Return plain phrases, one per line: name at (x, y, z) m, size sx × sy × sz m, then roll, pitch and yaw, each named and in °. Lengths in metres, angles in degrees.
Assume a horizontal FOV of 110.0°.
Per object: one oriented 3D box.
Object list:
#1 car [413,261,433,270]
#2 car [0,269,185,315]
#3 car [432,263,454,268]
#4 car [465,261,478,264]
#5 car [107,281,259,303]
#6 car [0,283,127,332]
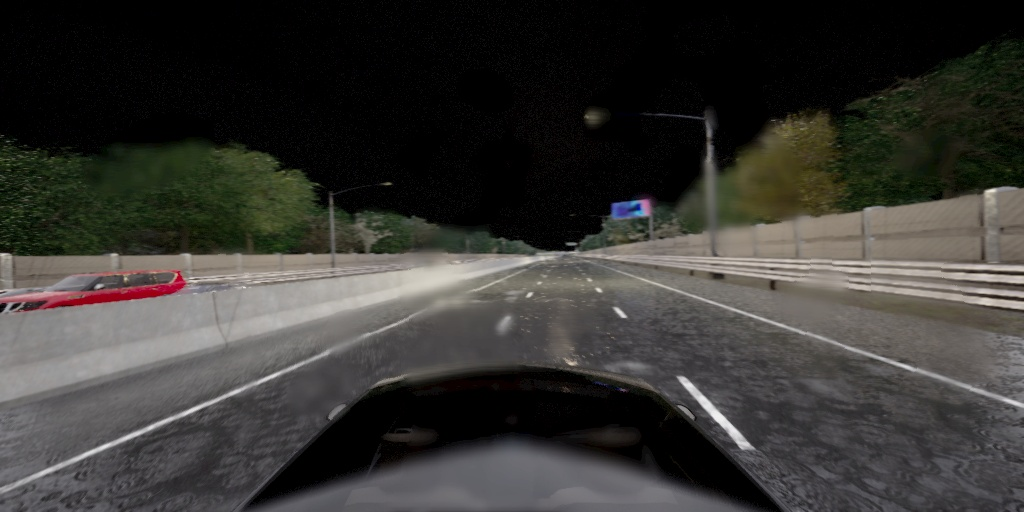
car at (-13.283, 1.581, 54.544) m, size 2.097 × 1.767 × 4.553 m, roll -2°, pitch 0°, yaw 9°
car at (-15.746, 1.611, 13.844) m, size 2.150 × 2.045 × 5.566 m, roll -2°, pitch 0°, yaw 8°
car at (-9.823, 1.686, 53.968) m, size 1.895 × 1.301 × 4.718 m, roll -2°, pitch 0°, yaw 9°
car at (-6.168, 1.479, 54.748) m, size 2.033 × 1.411 × 5.357 m, roll -2°, pitch 0°, yaw 9°
car at (-12.098, 1.783, 14.545) m, size 2.033 × 1.411 × 5.357 m, roll -2°, pitch 0°, yaw 8°
car at (-19.185, 2.038, 14.391) m, size 1.837 × 1.490 × 4.892 m, roll -2°, pitch 0°, yaw 8°
